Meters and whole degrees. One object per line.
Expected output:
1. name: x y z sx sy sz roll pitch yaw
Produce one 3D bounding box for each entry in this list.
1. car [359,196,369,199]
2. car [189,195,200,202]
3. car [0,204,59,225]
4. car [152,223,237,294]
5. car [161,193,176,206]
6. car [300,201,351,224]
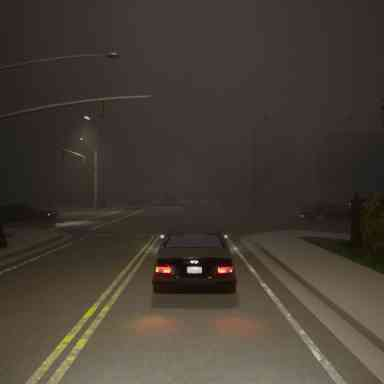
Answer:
1. car: 20.133 1.306 38.833 4.553 1.767 2.097 0 0 -1
2. car: 0.564 1.524 78.927 1.812 1.442 4.674 0 0 12
3. car: -12.178 1.591 24.298 4.674 1.442 1.812 0 0 -1
4. car: 0.054 1.547 8.913 2.033 1.411 5.357 0 0 0
5. car: -3.713 1.221 53.947 2.150 2.045 5.566 0 0 0
6. car: 10.549 1.498 24.531 4.892 1.490 1.837 0 0 -1
